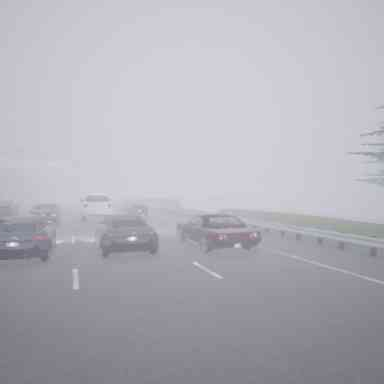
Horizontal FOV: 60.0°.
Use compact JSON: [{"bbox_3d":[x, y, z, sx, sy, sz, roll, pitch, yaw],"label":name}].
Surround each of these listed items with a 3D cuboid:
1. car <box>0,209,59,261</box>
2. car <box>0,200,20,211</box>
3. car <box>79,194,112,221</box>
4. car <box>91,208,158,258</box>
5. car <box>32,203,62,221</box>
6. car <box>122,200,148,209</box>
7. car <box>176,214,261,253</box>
[{"bbox_3d":[-5.961,1.530,11.719,1.994,1.385,4.181,0,0,-20],"label":"car"},{"bbox_3d":[-15.234,1.407,26.852,1.882,1.535,5.008,0,0,-20],"label":"car"},{"bbox_3d":[-7.772,1.140,26.796,2.150,2.045,5.566,0,1,-20],"label":"car"},{"bbox_3d":[-2.657,1.519,12.872,1.994,1.385,4.181,0,0,-20],"label":"car"},{"bbox_3d":[-10.141,1.482,23.033,2.033,1.411,5.357,0,0,-20],"label":"car"},{"bbox_3d":[-5.185,1.425,29.937,1.812,1.442,4.674,0,0,-20],"label":"car"},{"bbox_3d":[0.816,1.549,13.561,1.895,1.301,4.718,0,0,-20],"label":"car"}]
